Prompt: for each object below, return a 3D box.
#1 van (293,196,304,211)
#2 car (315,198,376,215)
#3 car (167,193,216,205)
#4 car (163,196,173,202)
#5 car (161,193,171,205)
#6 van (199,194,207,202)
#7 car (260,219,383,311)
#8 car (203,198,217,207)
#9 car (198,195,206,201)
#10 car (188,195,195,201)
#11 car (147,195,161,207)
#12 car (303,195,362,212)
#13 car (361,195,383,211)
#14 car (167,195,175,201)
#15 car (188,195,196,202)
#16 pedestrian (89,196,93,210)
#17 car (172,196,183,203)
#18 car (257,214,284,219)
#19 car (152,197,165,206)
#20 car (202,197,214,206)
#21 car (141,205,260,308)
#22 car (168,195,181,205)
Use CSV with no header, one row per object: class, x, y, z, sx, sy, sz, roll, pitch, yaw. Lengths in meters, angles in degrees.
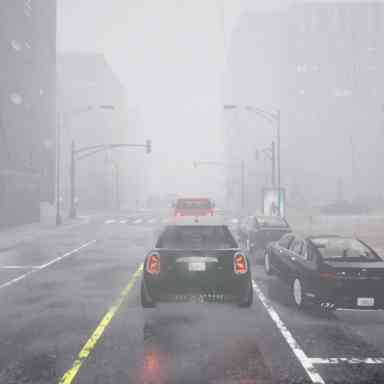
van,13.748,1.296,38.178,3.998,1.788,1.690,0,0,0
car,13.691,1.413,29.797,4.206,1.307,1.802,0,0,0
car,0.080,1.228,17.558,2.150,2.045,5.566,0,0,0
car,-5.712,1.597,79.245,1.947,1.339,4.313,1,0,0
car,-3.142,1.240,51.043,2.150,2.045,5.566,0,0,0
van,2.671,1.373,79.210,1.690,1.788,3.998,1,0,0
car,2.828,1.553,7.591,2.008,1.369,4.403,1,0,0
car,2.680,1.585,51.354,1.947,1.339,4.313,1,0,0
car,2.664,1.582,90.351,1.887,1.381,4.507,1,0,0
car,-0.038,1.537,90.833,1.837,1.490,4.892,0,0,0
car,-5.696,1.334,51.390,2.192,1.841,5.009,1,0,0
car,14.974,1.385,35.577,5.008,1.535,1.882,0,-1,2
car,19.275,1.228,38.141,5.009,1.841,2.192,0,0,0
car,-5.717,1.603,90.387,1.947,1.339,4.313,1,0,0
car,-0.034,1.557,80.947,1.812,1.442,4.674,0,0,0
pedestrian,-12.546,1.347,41.312,0.375,1.860,0.375,0,0,0
car,-3.029,1.553,70.682,2.128,1.511,4.902,0,0,0
car,2.825,1.555,13.161,2.008,1.369,4.403,1,0,0
car,-5.702,1.566,56.961,1.887,1.381,4.507,1,0,0
car,2.677,1.603,56.925,1.802,1.307,4.206,1,0,0
car,0.097,1.354,8.087,2.097,1.767,4.553,0,0,0
car,-3.093,1.375,60.612,2.097,1.767,4.553,0,0,0
